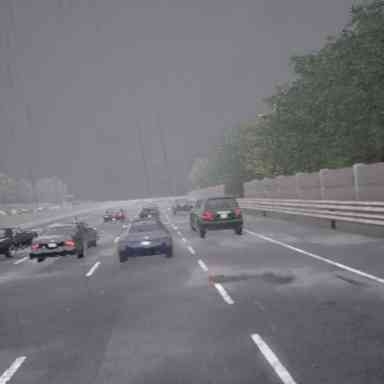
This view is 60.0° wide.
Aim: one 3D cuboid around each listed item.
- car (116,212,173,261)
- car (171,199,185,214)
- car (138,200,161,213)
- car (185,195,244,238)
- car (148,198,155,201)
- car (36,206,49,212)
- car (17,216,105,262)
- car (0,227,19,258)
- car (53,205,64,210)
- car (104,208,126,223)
[{"bbox_3d":[-1.851,1.767,13.492,1.994,1.385,4.181,-4,0,-7],"label":"car"},{"bbox_3d":[-1.337,1.561,39.166,2.097,1.767,4.553,-4,0,-7],"label":"car"},{"bbox_3d":[-4.093,1.923,32.103,1.837,1.490,4.892,-4,0,-7],"label":"car"},{"bbox_3d":[1.175,1.213,18.177,2.150,2.045,5.566,-4,0,-7],"label":"car"},{"bbox_3d":[-10.087,2.516,81.957,1.812,1.442,4.674,-4,-1,-7],"label":"car"},{"bbox_3d":[-33.956,4.046,75.652,1.812,1.442,4.674,-4,0,-7],"label":"car"},{"bbox_3d":[-5.406,2.025,14.640,2.033,1.411,5.357,-4,0,-7],"label":"car"},{"bbox_3d":[-9.089,2.365,16.076,1.895,1.301,4.718,-4,0,-7],"label":"car"},{"bbox_3d":[-30.491,3.784,76.072,1.812,1.442,4.674,-4,0,-7],"label":"car"},{"bbox_3d":[-7.680,2.291,33.592,1.895,1.301,4.718,-4,0,-7],"label":"car"}]
